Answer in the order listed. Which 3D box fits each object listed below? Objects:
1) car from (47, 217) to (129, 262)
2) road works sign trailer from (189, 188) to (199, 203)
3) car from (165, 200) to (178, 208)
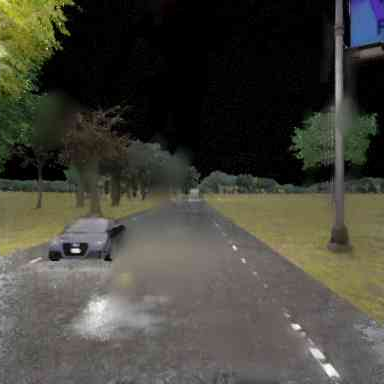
[{"bbox_3d":[-3.588,1.614,12.223,1.994,1.385,4.181,0,0,0],"label":"car"},{"bbox_3d":[0.637,0.889,84.914,2.380,3.560,2.880,0,0,1],"label":"road works sign trailer"},{"bbox_3d":[-3.322,1.910,53.818,1.895,1.301,4.718,0,0,1],"label":"car"}]
